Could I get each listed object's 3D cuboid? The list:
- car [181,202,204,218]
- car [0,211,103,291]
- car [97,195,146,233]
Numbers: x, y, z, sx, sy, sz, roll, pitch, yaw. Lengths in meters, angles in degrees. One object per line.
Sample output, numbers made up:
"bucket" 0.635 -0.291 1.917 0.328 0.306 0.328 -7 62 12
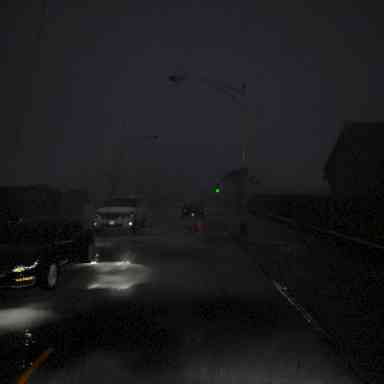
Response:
"car" 0.069 1.562 29.419 1.895 1.301 4.718 0 0 0
"car" -4.087 1.494 9.109 1.837 1.490 4.892 0 0 0
"car" -4.067 1.196 19.695 2.150 2.045 5.566 0 0 0
